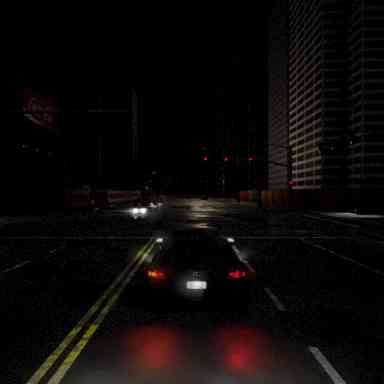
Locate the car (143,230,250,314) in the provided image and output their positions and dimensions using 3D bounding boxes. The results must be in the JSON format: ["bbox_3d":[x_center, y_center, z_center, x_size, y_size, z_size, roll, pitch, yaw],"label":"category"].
[{"bbox_3d":[0.076,1.564,7.706,1.994,1.385,4.181,0,0,0],"label":"car"}]

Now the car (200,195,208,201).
[{"bbox_3d":[3.268,1.525,87.544,2.128,1.511,4.902,0,0,0],"label":"car"}]

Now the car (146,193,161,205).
[{"bbox_3d":[-7.229,1.221,58.039,2.150,2.045,5.566,0,0,0],"label":"car"}]

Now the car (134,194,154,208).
[{"bbox_3d":[-7.214,1.491,48.086,2.128,1.511,4.902,0,0,0],"label":"car"}]

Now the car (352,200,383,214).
[{"bbox_3d":[19.626,1.547,34.492,5.357,1.411,2.033,0,0,0],"label":"car"}]
